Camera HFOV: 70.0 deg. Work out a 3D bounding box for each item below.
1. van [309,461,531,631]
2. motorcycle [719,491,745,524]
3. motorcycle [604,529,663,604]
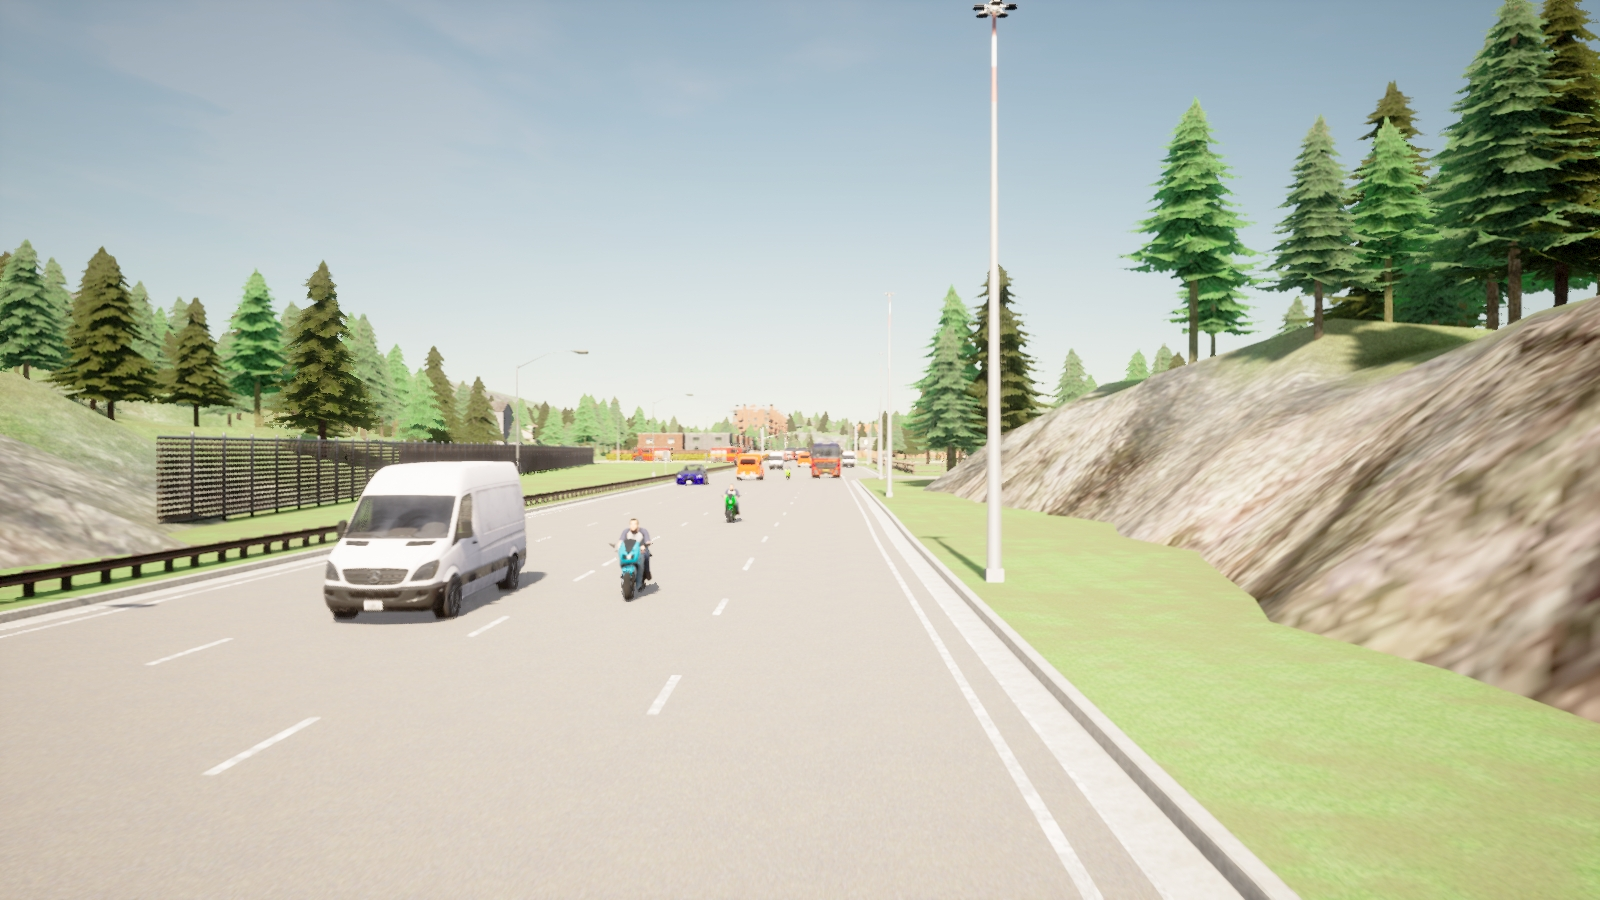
[{"bbox_3d":[-6.655,1.535,20.885,1.988,2.561,5.915,0,1,1],"label":"van"},{"bbox_3d":[-2.610,2.196,43.833,0.803,1.199,2.033,0,-1,2],"label":"motorcycle"},{"bbox_3d":[-3.141,2.190,21.724,0.803,1.199,2.033,0,0,1],"label":"motorcycle"}]
